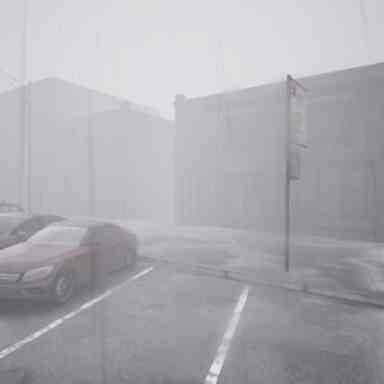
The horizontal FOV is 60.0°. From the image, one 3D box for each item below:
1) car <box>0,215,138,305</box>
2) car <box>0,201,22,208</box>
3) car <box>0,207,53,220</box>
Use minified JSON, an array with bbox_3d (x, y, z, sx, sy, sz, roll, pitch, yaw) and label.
[{"bbox_3d":[-2.883,1.433,8.151,2.002,1.452,4.674,1,0,16],"label":"car"},{"bbox_3d":[-7.750,1.191,11.676,2.185,1.767,4.553,1,0,16],"label":"car"},{"bbox_3d":[-5.333,1.383,9.868,2.163,1.488,4.792,1,0,16],"label":"car"}]
